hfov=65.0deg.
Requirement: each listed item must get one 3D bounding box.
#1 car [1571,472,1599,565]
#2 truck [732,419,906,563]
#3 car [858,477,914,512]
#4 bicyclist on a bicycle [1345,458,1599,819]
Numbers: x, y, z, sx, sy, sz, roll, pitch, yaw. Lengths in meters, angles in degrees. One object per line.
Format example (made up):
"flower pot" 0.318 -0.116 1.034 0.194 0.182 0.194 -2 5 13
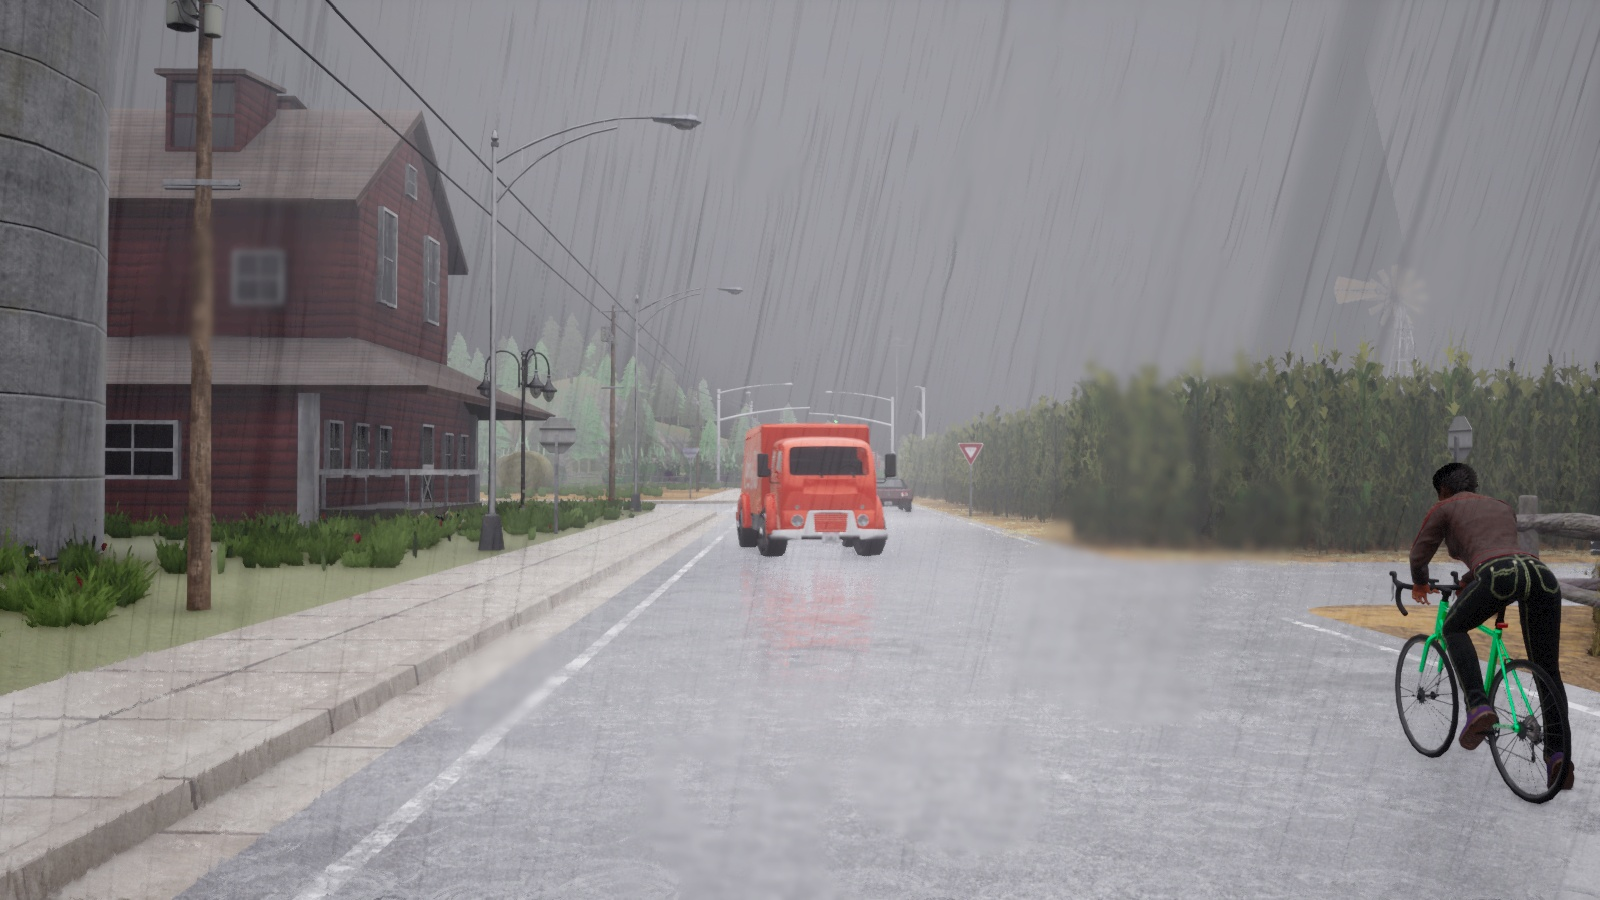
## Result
"car" 15.334 1.094 20.049 4.892 1.490 1.837 0 -1 0
"truck" 0.201 0.730 24.411 2.627 2.467 5.204 0 -1 -8
"car" 3.346 1.731 49.638 1.895 1.301 4.718 0 -1 0
"bicyclist on a bicycle" 3.478 0.862 6.486 0.582 1.620 1.656 0 -1 0
